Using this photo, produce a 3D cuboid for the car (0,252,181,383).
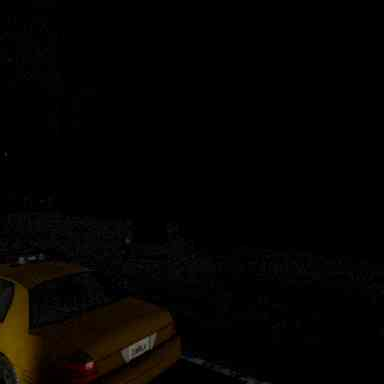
[{"bbox_3d":[-2.406,1.534,4.675,4.829,1.417,1.752,0,0,35],"label":"car"}]
